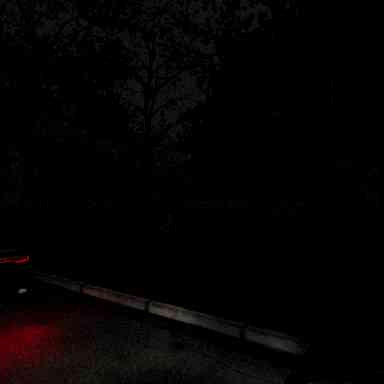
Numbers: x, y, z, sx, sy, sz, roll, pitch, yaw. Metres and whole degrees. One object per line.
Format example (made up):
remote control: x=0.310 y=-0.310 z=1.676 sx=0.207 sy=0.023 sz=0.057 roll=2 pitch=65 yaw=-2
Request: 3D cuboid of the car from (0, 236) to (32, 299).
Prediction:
car: x=-5.563 y=1.488 z=7.395 sx=5.008 sy=1.535 sz=1.882 roll=0 pitch=0 yaw=36

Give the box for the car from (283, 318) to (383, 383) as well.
car: x=2.622 y=1.351 z=1.494 sx=4.553 sy=1.767 sz=2.097 roll=0 pitch=0 yaw=36
